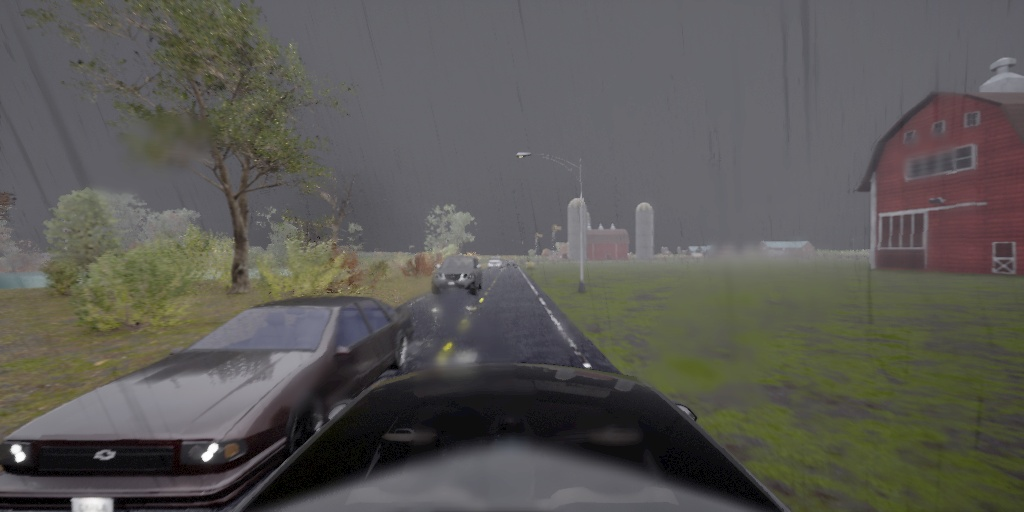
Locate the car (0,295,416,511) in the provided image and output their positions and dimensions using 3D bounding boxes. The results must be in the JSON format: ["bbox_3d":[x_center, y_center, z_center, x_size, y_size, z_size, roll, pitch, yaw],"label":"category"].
[{"bbox_3d":[-2.853,1.309,5.089,2.033,1.411,5.357,0,0,0],"label":"car"}]

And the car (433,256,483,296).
[{"bbox_3d":[-2.860,1.021,20.066,2.150,2.045,5.566,0,0,0],"label":"car"}]

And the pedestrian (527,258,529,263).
[{"bbox_3d":[2.712,1.202,60.851,0.375,1.860,0.375,-1,1,-3],"label":"pedestrian"}]

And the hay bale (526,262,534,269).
[{"bbox_3d":[3.015,1.574,59.762,1.220,1.180,1.240,0,0,0],"label":"hay bale"}]

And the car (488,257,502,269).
[{"bbox_3d":[-2.888,1.156,61.749,2.150,2.045,5.566,0,0,0],"label":"car"}]
